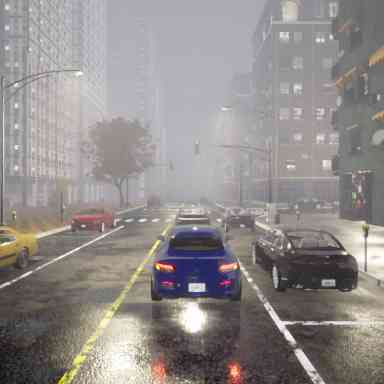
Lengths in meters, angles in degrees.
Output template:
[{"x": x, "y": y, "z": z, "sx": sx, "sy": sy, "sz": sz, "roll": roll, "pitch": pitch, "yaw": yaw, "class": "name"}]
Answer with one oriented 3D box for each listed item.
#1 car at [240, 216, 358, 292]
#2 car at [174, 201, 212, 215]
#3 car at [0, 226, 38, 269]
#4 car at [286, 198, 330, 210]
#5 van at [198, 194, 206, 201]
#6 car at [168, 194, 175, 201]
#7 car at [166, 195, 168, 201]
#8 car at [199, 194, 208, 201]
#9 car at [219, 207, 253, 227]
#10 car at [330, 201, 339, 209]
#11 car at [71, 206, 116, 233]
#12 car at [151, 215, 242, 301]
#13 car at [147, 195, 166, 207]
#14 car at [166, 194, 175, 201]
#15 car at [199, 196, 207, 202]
[{"x": 2.677, "y": 1.551, "z": 8.711, "sx": 2.008, "sy": 1.369, "sz": 4.403, "roll": 0, "pitch": 0, "yaw": 0, "class": "car"}, {"x": 0.048, "y": 1.495, "z": 18.293, "sx": 2.128, "sy": 1.511, "sz": 4.902, "roll": 0, "pitch": 0, "yaw": 0, "class": "car"}, {"x": -5.703, "y": 1.526, "z": 8.526, "sx": 1.752, "sy": 1.417, "sz": 4.829, "roll": 0, "pitch": 0, "yaw": 0, "class": "car"}, {"x": 13.358, "y": 1.359, "z": 39.202, "sx": 4.403, "sy": 1.369, "sz": 2.008, "roll": -1, "pitch": 1, "yaw": -1, "class": "car"}, {"x": 2.537, "y": 1.424, "z": 85.303, "sx": 1.690, "sy": 1.788, "sz": 3.998, "roll": 0, "pitch": 0, "yaw": 0, "class": "van"}, {"x": -5.843, "y": 1.649, "z": 85.288, "sx": 1.947, "sy": 1.339, "sz": 4.313, "roll": 0, "pitch": 0, "yaw": 0, "class": "car"}, {"x": -5.793, "y": 1.607, "z": 57.673, "sx": 1.947, "sy": 1.339, "sz": 4.313, "roll": 0, "pitch": 0, "yaw": 0, "class": "car"}, {"x": 2.558, "y": 1.630, "z": 74.256, "sx": 1.947, "sy": 1.339, "sz": 4.313, "roll": 0, "pitch": 0, "yaw": 0, "class": "car"}, {"x": 2.657, "y": 1.555, "z": 19.777, "sx": 2.008, "sy": 1.369, "sz": 4.403, "roll": 0, "pitch": 0, "yaw": 0, "class": "car"}, {"x": 18.755, "y": 1.259, "z": 39.267, "sx": 4.829, "sy": 1.417, "sz": 1.752, "roll": -1, "pitch": 1, "yaw": -1, "class": "car"}, {"x": -5.723, "y": 1.549, "z": 19.762, "sx": 1.887, "sy": 1.381, "sz": 4.507, "roll": 0, "pitch": 0, "yaw": 0, "class": "car"}, {"x": 0.079, "y": 1.526, "z": 8.190, "sx": 1.812, "sy": 1.442, "sz": 4.674, "roll": 0, "pitch": 0, "yaw": 0, "class": "car"}, {"x": -5.783, "y": 1.349, "z": 52.150, "sx": 2.192, "sy": 1.841, "sz": 5.009, "roll": 0, "pitch": 0, "yaw": 0, "class": "car"}, {"x": -5.854, "y": 1.410, "z": 90.810, "sx": 2.192, "sy": 1.841, "sz": 5.009, "roll": 0, "pitch": 0, "yaw": 0, "class": "car"}, {"x": 2.548, "y": 1.599, "z": 79.949, "sx": 1.752, "sy": 1.417, "sz": 4.829, "roll": 0, "pitch": 0, "yaw": 0, "class": "car"}]
